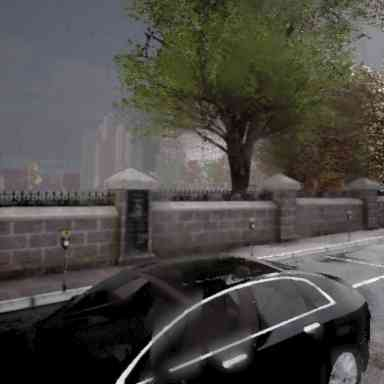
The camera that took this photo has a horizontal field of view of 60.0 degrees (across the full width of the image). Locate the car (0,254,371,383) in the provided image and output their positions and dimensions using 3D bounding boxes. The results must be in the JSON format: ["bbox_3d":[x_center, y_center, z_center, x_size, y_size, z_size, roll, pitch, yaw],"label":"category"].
[{"bbox_3d":[-0.126,1.497,3.276,4.892,1.490,1.837,0,0,-35],"label":"car"}]
